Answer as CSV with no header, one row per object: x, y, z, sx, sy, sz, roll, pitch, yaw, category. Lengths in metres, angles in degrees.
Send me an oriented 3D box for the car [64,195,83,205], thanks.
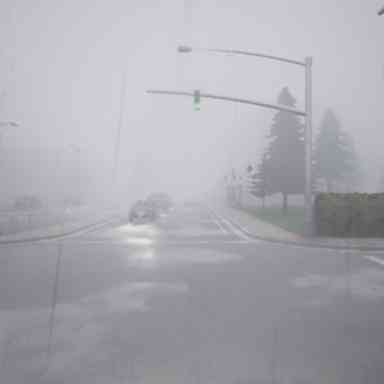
-17.456,1.128,49.040,1.845,1.501,3.633,0,0,0,car

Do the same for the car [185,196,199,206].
0.004,1.285,47.597,1.812,1.442,4.674,0,0,0,car

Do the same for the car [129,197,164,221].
-3.598,1.362,25.592,2.128,1.511,4.902,0,0,0,car

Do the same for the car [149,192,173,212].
-3.592,1.042,35.563,2.150,2.045,5.566,0,0,0,car

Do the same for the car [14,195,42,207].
-20.509,1.176,41.649,1.970,1.475,3.806,0,0,0,car
